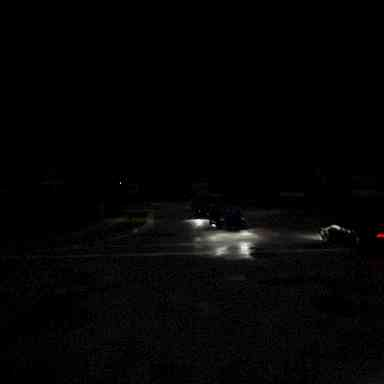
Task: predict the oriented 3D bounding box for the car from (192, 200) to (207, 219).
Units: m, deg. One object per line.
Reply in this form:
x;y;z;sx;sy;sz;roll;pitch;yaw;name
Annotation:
1.314;1.907;34.468;1.837;1.490;4.892;-1;-1;-6;car

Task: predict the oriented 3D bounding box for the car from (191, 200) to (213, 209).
1.608;2.185;57.368;1.812;1.442;4.674;0;-1;-27;car

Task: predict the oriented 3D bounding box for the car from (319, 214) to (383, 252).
7.258;1.640;14.207;2.033;1.411;5.357;-1;-1;0;car

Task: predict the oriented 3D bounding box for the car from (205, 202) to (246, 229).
2.456;1.750;24.135;1.882;1.535;5.008;-1;-1;-6;car

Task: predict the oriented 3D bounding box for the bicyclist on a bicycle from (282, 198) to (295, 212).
11.332;1.559;39.071;1.656;1.620;0.582;0;-1;-6;bicyclist on a bicycle
